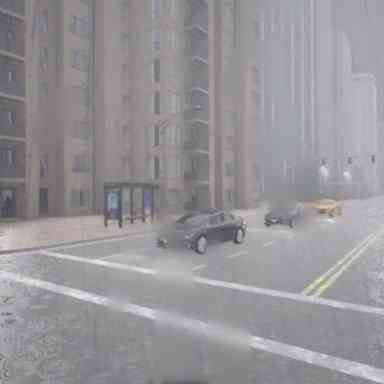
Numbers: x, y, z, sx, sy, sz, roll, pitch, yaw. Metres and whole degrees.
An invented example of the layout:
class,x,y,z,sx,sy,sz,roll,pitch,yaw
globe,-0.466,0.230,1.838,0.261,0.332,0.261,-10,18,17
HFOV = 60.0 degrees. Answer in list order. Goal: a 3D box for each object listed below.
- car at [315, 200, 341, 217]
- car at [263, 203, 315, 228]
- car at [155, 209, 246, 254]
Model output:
class,x,y,z,sx,sy,sz,roll,pitch,yaw
car,12.330,1.438,30.634,1.882,1.535,5.008,0,0,36
car,6.367,1.494,22.133,1.837,1.490,4.892,0,0,35
car,0.522,1.522,13.786,1.837,1.490,4.892,0,0,36
